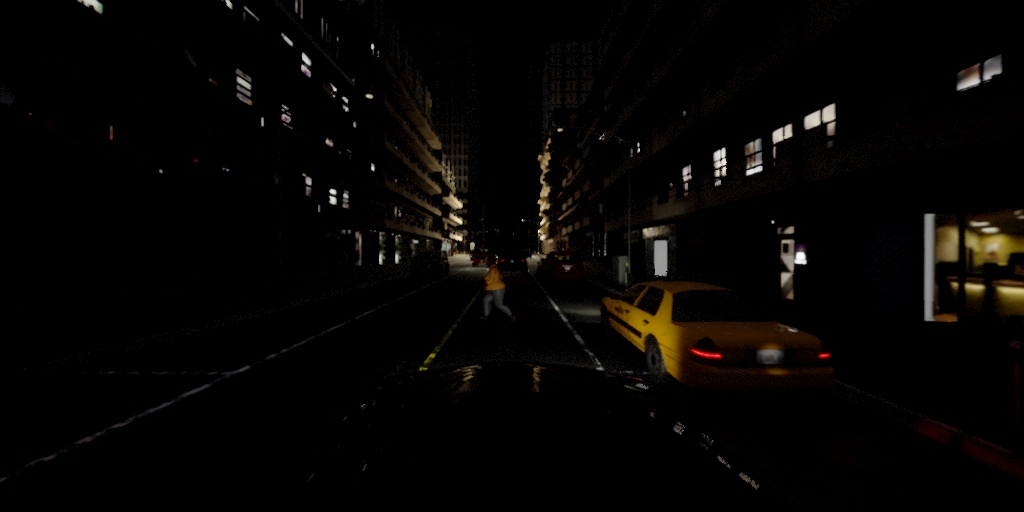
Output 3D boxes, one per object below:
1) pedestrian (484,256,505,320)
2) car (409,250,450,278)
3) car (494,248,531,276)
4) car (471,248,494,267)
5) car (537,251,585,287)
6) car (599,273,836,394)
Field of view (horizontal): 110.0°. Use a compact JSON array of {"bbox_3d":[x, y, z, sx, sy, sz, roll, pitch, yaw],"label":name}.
[{"bbox_3d":[-0.471,0.857,9.667,0.375,1.860,0.375,1,0,-1],"label":"pedestrian"},{"bbox_3d":[-5.692,0.510,25.356,2.192,1.841,5.009,0,0,0],"label":"car"},{"bbox_3d":[0.060,0.381,27.029,2.150,2.045,5.566,0,2,0],"label":"car"},{"bbox_3d":[-3.092,0.084,39.443,2.150,2.045,5.566,0,1,0],"label":"car"},{"bbox_3d":[2.691,0.639,19.870,2.192,1.841,5.009,0,0,0],"label":"car"},{"bbox_3d":[3.000,1.088,6.723,1.801,1.575,5.366,0,1,0],"label":"car"}]
